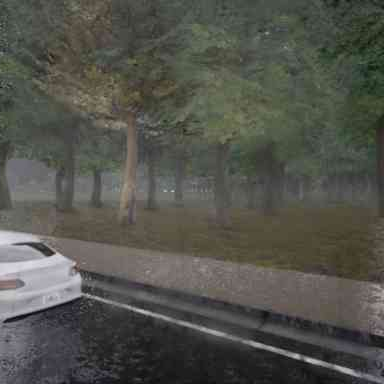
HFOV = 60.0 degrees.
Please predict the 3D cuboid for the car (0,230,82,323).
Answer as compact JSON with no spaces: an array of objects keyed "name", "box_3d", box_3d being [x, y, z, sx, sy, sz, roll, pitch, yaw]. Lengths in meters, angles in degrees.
[{"name":"car","box_3d":[-4.107,1.500,6.596,4.674,1.442,1.812,0,0,35]}]
